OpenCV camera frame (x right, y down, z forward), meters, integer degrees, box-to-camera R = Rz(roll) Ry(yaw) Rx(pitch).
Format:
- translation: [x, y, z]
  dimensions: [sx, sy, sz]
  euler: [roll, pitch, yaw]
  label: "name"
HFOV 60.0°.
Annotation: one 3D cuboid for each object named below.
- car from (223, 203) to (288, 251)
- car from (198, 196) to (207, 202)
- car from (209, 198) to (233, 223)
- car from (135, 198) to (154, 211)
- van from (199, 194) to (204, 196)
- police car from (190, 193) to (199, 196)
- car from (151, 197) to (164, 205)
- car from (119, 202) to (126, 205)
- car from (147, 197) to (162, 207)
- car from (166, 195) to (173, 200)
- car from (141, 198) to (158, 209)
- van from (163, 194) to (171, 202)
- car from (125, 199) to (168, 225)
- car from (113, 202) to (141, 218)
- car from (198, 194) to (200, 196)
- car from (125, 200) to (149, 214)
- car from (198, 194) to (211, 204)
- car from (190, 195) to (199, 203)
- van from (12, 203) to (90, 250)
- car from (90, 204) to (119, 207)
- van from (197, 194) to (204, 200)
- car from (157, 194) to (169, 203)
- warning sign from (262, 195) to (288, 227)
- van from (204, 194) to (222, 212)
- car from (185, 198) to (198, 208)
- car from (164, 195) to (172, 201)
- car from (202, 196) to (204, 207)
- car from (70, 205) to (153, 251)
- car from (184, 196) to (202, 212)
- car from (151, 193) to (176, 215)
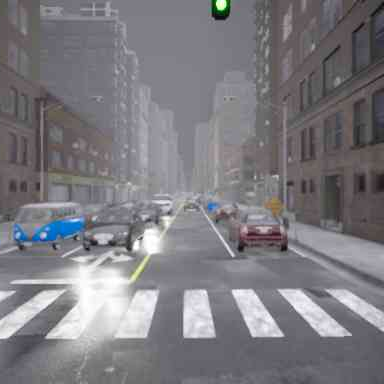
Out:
- translation: [2.620, 1.454, 14.088]
  dimensions: [1.967, 1.590, 4.097]
  euler: [0, 0, 0]
  label: "car"
- translation: [2.384, 1.623, 76.450]
  dimensions: [1.947, 1.339, 4.313]
  euler: [0, 0, 0]
  label: "car"
- translation: [2.577, 1.465, 25.427]
  dimensions: [1.967, 1.590, 4.097]
  euler: [0, 0, 0]
  label: "car"
- translation: [-6.012, 1.568, 42.225]
  dimensions: [1.752, 1.417, 4.829]
  euler: [0, 0, 0]
  label: "car"
- translation: [2.470, 1.387, 53.773]
  dimensions: [1.690, 1.788, 3.998]
  euler: [0, 0, 0]
  label: "van"
- translation: [0.575, 1.475, 60.171]
  dimensions: [1.930, 1.638, 5.238]
  euler: [0, 0, -1]
  label: "police car"
- translation: [-6.076, 1.578, 59.230]
  dimensions: [1.752, 1.417, 4.829]
  euler: [0, 0, 0]
  label: "car"
- translation: [-5.948, 1.594, 25.391]
  dimensions: [1.947, 1.339, 4.313]
  euler: [0, 0, 0]
  label: "car"
- translation: [-6.055, 1.594, 53.731]
  dimensions: [1.887, 1.381, 4.507]
  euler: [0, 0, 0]
  label: "car"
- translation: [-6.204, 1.587, 93.241]
  dimensions: [1.752, 1.417, 4.829]
  euler: [0, 0, 0]
  label: "car"
- translation: [-6.034, 1.612, 48.063]
  dimensions: [1.947, 1.339, 4.313]
  euler: [0, 0, 0]
  label: "car"
- translation: [-6.163, 1.404, 82.073]
  dimensions: [1.690, 1.788, 3.998]
  euler: [0, 0, 0]
  label: "van"
- translation: [-3.185, 1.518, 24.460]
  dimensions: [2.128, 1.511, 4.902]
  euler: [0, 0, 0]
  label: "car"
- translation: [-5.970, 1.615, 31.059]
  dimensions: [1.802, 1.307, 4.206]
  euler: [0, 0, 0]
  label: "car"
- translation: [2.449, 1.489, 59.442]
  dimensions: [1.967, 1.590, 4.097]
  euler: [0, 0, 0]
  label: "car"
- translation: [-5.991, 1.604, 36.727]
  dimensions: [1.947, 1.339, 4.313]
  euler: [0, 0, 0]
  label: "car"
- translation: [2.427, 1.367, 65.111]
  dimensions: [2.192, 1.841, 5.009]
  euler: [0, 0, 0]
  label: "car"
- translation: [0.527, 1.511, 70.266]
  dimensions: [1.801, 1.575, 5.366]
  euler: [0, 0, 0]
  label: "car"
- translation: [-5.906, 1.358, 14.054]
  dimensions: [1.690, 1.788, 3.998]
  euler: [0, 0, 0]
  label: "van"
- translation: [-5.927, 1.463, 19.722]
  dimensions: [1.967, 1.590, 4.097]
  euler: [0, 0, 0]
  label: "car"
- translation: [2.320, 1.399, 93.459]
  dimensions: [1.690, 1.788, 3.998]
  euler: [0, 0, 0]
  label: "van"
- translation: [-6.120, 1.373, 70.737]
  dimensions: [2.192, 1.841, 5.009]
  euler: [0, 0, 0]
  label: "car"
- translation: [4.999, 1.134, 20.092]
  dimensions: [1.300, 1.860, 1.060]
  euler: [0, 0, 0]
  label: "warning sign"
- translation: [2.534, 1.376, 36.765]
  dimensions: [1.690, 1.788, 3.998]
  euler: [0, 0, 0]
  label: "van"
- translation: [-0.127, 1.646, 50.457]
  dimensions: [1.895, 1.301, 4.718]
  euler: [0, 0, 0]
  label: "car"
- translation: [-6.183, 1.589, 87.571]
  dimensions: [1.752, 1.417, 4.829]
  euler: [0, 0, 0]
  label: "car"
- translation: [2.512, 1.565, 42.604]
  dimensions: [1.752, 1.417, 4.829]
  euler: [0, 0, 0]
  label: "car"
- translation: [-3.151, 1.508, 14.214]
  dimensions: [2.128, 1.511, 4.902]
  euler: [0, 0, 0]
  label: "car"
- translation: [-0.044, 1.564, 40.212]
  dimensions: [1.812, 1.442, 4.674]
  euler: [0, 0, 0]
  label: "car"
- translation: [-3.213, 1.257, 35.190]
  dimensions: [2.150, 2.045, 5.566]
  euler: [0, 0, 0]
  label: "car"
